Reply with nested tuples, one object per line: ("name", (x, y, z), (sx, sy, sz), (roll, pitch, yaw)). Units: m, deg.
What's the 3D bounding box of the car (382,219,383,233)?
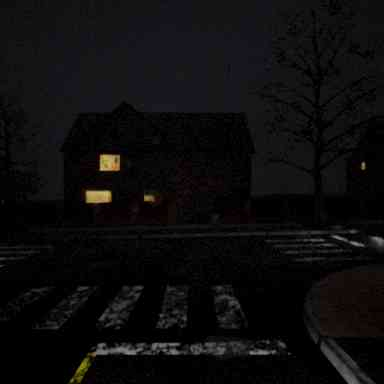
("car", (10.553, 1.023, 13.978), (4.553, 1.767, 2.097), (-1, 1, -1))
